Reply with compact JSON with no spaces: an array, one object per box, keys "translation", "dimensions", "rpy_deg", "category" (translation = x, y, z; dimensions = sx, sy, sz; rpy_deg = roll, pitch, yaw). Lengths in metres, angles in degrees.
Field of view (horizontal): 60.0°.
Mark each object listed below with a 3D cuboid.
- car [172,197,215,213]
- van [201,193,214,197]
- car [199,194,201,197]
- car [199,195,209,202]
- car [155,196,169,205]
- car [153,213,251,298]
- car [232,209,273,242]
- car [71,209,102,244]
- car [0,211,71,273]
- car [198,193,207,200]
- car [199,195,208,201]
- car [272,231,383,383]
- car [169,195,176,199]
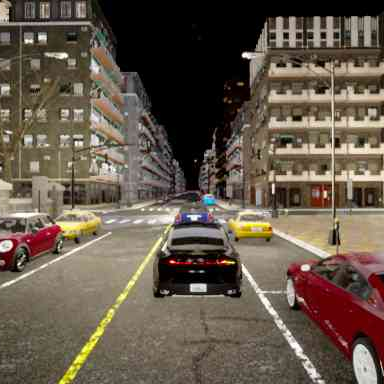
[{"translation":[0.140,1.350,18.757],"dimensions":[2.097,1.767,4.553],"rpy_deg":[0,0,1],"category":"car"},{"translation":[2.759,1.310,54.100],"dimensions":[1.690,1.788,3.998],"rpy_deg":[1,0,0],"category":"van"},{"translation":[2.762,1.507,59.772],"dimensions":[1.887,1.381,4.507],"rpy_deg":[1,0,0],"category":"car"},{"translation":[2.781,1.488,76.784],"dimensions":[2.008,1.369,4.403],"rpy_deg":[1,0,0],"category":"car"},{"translation":[-5.618,1.544,59.837],"dimensions":[1.802,1.307,4.206],"rpy_deg":[1,0,0],"category":"car"},{"translation":[0.112,1.505,8.497],"dimensions":[1.837,1.490,4.892],"rpy_deg":[0,0,0],"category":"car"},{"translation":[2.717,1.524,16.277],"dimensions":[1.752,1.417,4.829],"rpy_deg":[1,0,0],"category":"car"},{"translation":[-5.664,1.524,15.963],"dimensions":[1.752,1.417,4.829],"rpy_deg":[1,0,0],"category":"car"},{"translation":[-5.669,1.440,10.519],"dimensions":[1.967,1.590,4.097],"rpy_deg":[1,0,0],"category":"car"},{"translation":[2.796,1.231,88.126],"dimensions":[2.192,1.841,5.009],"rpy_deg":[1,0,0],"category":"car"},{"translation":[2.787,1.478,82.454],"dimensions":[2.008,1.369,4.403],"rpy_deg":[1,0,0],"category":"car"},{"translation":[2.705,1.545,4.874],"dimensions":[1.887,1.381,4.507],"rpy_deg":[1,0,0],"category":"car"},{"translation":[-5.588,1.498,88.192],"dimensions":[1.802,1.307,4.206],"rpy_deg":[1,0,0],"category":"car"}]
